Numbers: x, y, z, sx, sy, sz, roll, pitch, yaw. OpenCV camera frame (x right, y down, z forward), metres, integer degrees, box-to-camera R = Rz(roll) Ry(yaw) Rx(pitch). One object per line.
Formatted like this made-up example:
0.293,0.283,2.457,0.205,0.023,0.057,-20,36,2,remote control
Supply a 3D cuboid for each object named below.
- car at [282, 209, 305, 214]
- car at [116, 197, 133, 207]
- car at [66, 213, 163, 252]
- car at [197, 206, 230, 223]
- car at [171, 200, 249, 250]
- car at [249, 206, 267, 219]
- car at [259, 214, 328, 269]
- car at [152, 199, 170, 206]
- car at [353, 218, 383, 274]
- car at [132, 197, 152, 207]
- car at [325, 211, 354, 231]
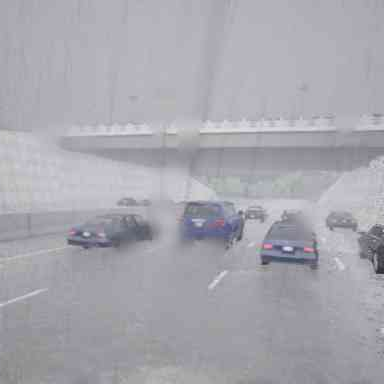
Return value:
8.778,2.170,28.837,1.895,1.301,4.718,1,-1,18,car
-11.477,1.666,58.357,2.097,1.767,4.553,1,-1,18,car
-3.050,1.620,14.409,2.033,1.411,5.357,1,-1,18,car
2.096,2.002,30.916,1.895,1.301,4.718,1,-1,18,car
1.105,1.431,15.894,2.150,2.045,5.566,1,0,18,car
6.165,2.057,32.170,1.812,1.442,4.674,1,-1,17,car
3.632,1.788,12.329,2.033,1.411,5.357,1,-1,18,car
-4.554,2.003,57.090,1.837,1.490,4.892,1,-1,18,car
7.007,1.832,11.386,1.837,1.490,4.892,1,-1,18,car
-8.005,1.932,57.763,1.812,1.442,4.674,1,-1,18,car
11.424,2.157,25.611,2.033,1.411,5.357,1,-1,18,car
